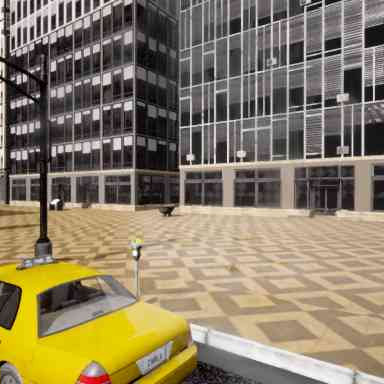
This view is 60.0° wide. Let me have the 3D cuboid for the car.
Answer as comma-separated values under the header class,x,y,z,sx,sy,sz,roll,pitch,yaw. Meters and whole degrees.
class,x,y,z,sx,sy,sz,roll,pitch,yaw
car,-2.218,1.525,4.472,4.829,1.417,1.752,0,0,36
